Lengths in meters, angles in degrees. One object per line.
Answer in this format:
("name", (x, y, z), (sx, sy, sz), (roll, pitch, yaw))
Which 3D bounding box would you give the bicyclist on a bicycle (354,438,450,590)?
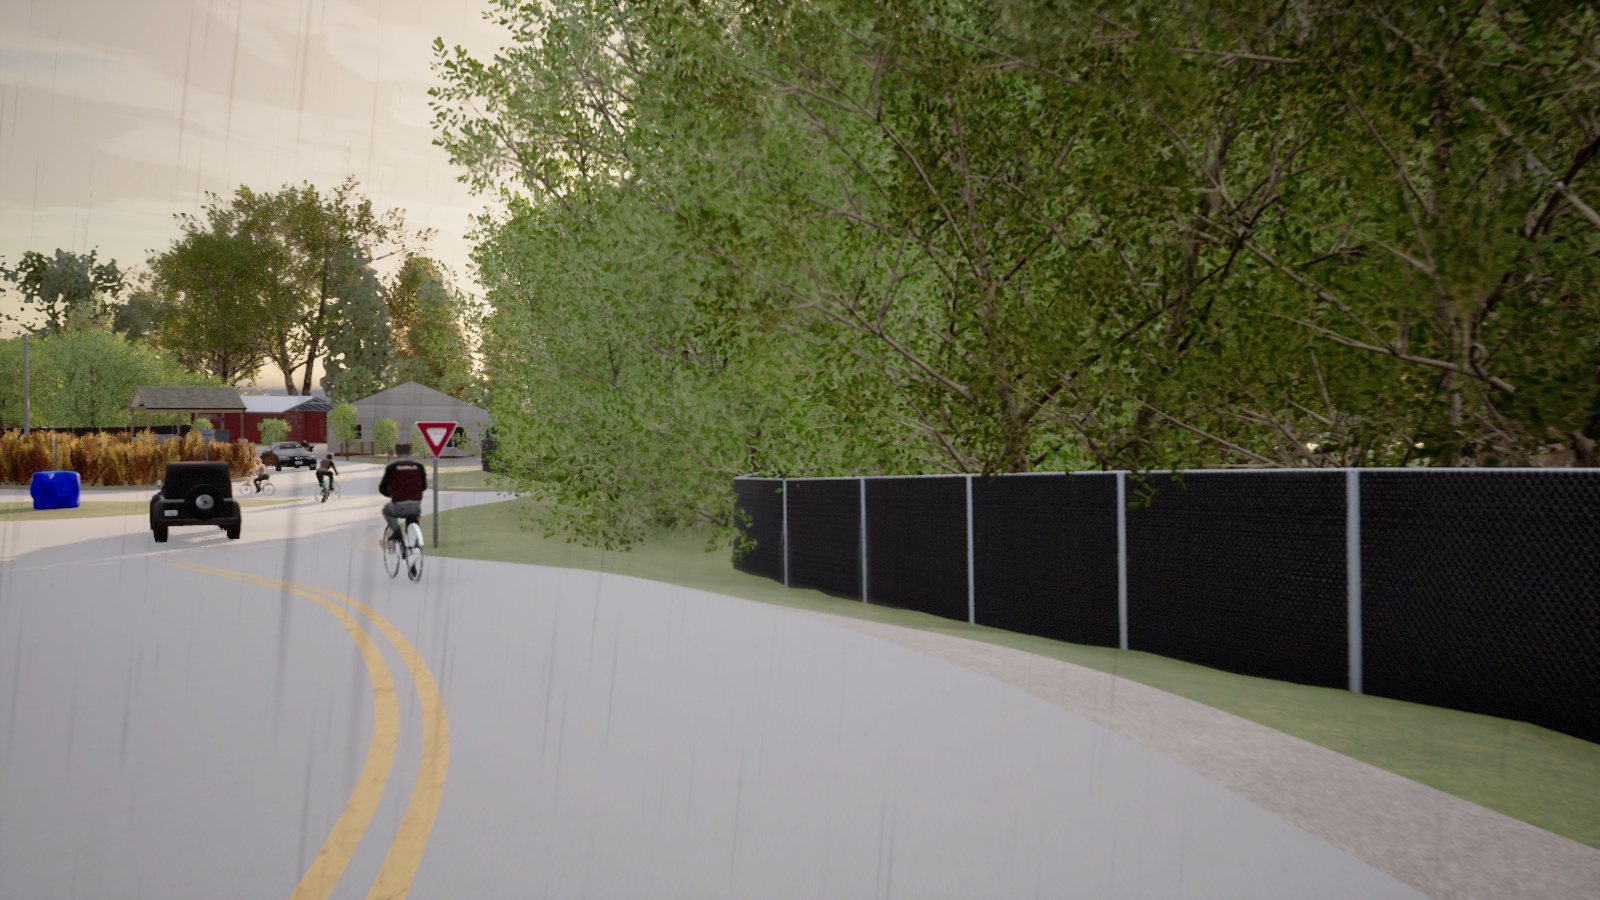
("bicyclist on a bicycle", (-5.017, 0.784, 15.747), (0.659, 1.776, 1.843), (-1, -1, -32))

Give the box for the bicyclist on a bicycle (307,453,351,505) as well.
("bicyclist on a bicycle", (-15.556, 0.941, 41.544), (0.582, 1.620, 1.656), (-2, 1, 8))

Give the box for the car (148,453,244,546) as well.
("car", (-14.833, 1.137, 30.741), (1.905, 1.878, 3.866), (0, 3, -29))

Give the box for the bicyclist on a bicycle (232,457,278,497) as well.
("bicyclist on a bicycle", (-22.851, 1.110, 52.670), (1.509, 1.612, 0.866), (-1, 1, 1))

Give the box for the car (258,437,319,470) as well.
("car", (-29.517, 0.157, 72.442), (2.152, 1.651, 5.027), (-1, 3, -35))
